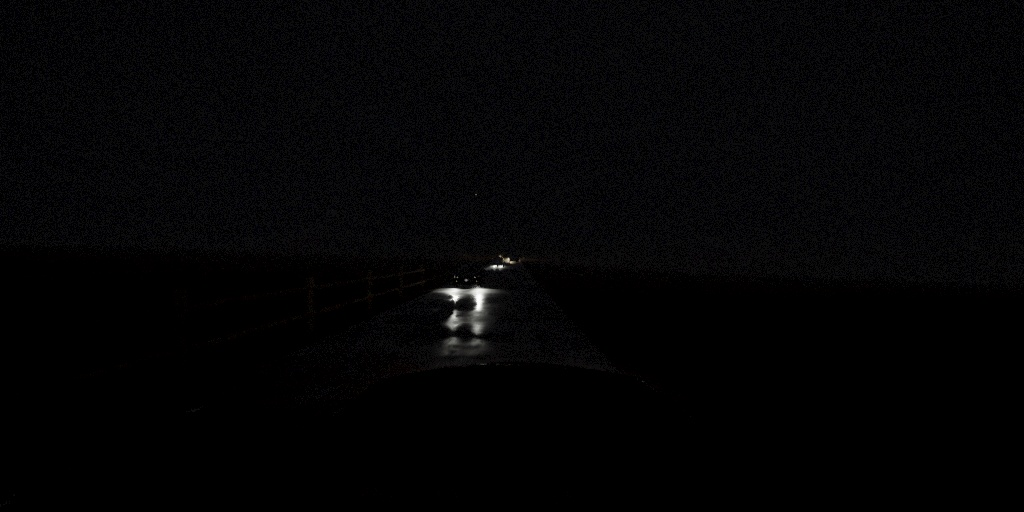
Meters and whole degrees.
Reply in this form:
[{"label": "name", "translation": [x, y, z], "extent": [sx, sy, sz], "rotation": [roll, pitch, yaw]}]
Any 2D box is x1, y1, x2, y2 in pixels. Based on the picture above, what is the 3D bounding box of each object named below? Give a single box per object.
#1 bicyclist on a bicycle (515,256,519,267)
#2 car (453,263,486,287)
[{"label": "bicyclist on a bicycle", "translation": [0.905, 0.881, 58.965], "extent": [0.659, 1.776, 1.843], "rotation": [0, 1, 0]}, {"label": "car", "translation": [-2.824, 1.248, 24.526], "extent": [1.837, 1.490, 4.892], "rotation": [0, 0, 0]}]
